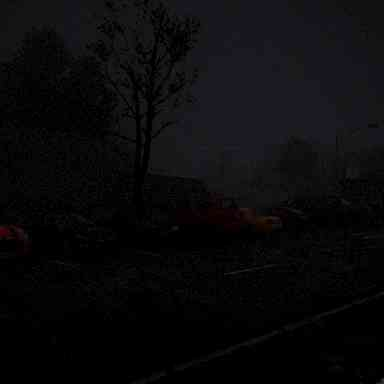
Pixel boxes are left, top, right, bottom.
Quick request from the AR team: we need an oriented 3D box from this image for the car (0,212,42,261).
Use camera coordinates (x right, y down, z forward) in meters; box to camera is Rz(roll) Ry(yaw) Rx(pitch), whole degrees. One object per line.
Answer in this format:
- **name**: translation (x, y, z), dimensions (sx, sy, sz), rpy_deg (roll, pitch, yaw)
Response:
- **car**: translation (-7.476, 1.367, 11.231), dimensions (4.553, 1.767, 2.185), rpy_deg (-1, -1, 34)

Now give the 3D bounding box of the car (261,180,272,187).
- **car**: translation (17.536, -1.810, 72.726), dimensions (1.946, 1.575, 5.366), rpy_deg (7, 3, 35)

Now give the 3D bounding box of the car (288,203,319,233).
- **car**: translation (4.773, 1.550, 19.915), dimensions (4.674, 1.452, 2.002), rpy_deg (-1, -1, 35)

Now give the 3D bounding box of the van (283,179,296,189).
- **van**: translation (20.844, -1.489, 67.527), dimensions (1.878, 1.987, 4.442), rpy_deg (7, 4, 35)

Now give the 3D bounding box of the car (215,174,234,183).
- **car**: translation (8.845, -3.174, 85.011), dimensions (1.946, 1.575, 5.366), rpy_deg (7, 3, 34)

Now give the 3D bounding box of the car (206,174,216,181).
- **car**: translation (6.992, -3.697, 87.268), dimensions (2.435, 2.045, 5.566), rpy_deg (7, 3, 34)

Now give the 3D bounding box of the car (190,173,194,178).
- **car**: translation (1.689, -4.361, 94.547), dimensions (2.435, 2.045, 5.566), rpy_deg (1, -1, 34)

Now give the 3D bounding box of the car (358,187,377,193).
- **car**: translation (29.517, 0.138, 55.315), dimensions (2.002, 1.452, 4.674), rpy_deg (7, 3, 35)

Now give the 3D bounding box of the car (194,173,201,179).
- **car**: translation (3.463, -4.083, 92.201), dimensions (2.185, 1.767, 4.553), rpy_deg (4, 1, 33)

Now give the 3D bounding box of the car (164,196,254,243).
- **car**: translation (-0.150, 1.249, 16.455), dimensions (5.566, 2.045, 2.435), rpy_deg (-1, -1, 34)

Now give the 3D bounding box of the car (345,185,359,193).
- **car**: translation (27.824, -0.425, 57.786), dimensions (2.435, 2.045, 5.566), rpy_deg (7, 3, 35)

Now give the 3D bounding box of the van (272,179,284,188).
- **van**: translation (19.113, -1.763, 69.997), dimensions (1.878, 1.987, 4.442), rpy_deg (7, 4, 35)

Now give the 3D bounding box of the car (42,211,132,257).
- **car**: translation (-5.011, 1.495, 12.959), dimensions (4.892, 1.521, 2.231), rpy_deg (-1, -1, 34)

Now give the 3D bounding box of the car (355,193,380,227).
- **car**: translation (9.711, 1.268, 23.383), dimensions (5.566, 2.045, 2.435), rpy_deg (-1, -1, 35)

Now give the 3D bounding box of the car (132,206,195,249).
- **car**: translation (-2.593, 1.525, 14.708), dimensions (4.792, 1.488, 2.163), rpy_deg (-1, -1, 34)

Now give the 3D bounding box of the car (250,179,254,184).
- **car**: translation (15.702, -2.042, 75.045), dimensions (2.002, 1.452, 4.674), rpy_deg (7, 3, 35)

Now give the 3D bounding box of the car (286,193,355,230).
- **car**: translation (7.199, 1.264, 21.675), dimensions (5.566, 2.045, 2.435), rpy_deg (-1, -1, 35)

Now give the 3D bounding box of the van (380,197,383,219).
- **van**: translation (12.247, 1.298, 25.055), dimensions (4.442, 1.987, 1.878), rpy_deg (-1, -1, 35)

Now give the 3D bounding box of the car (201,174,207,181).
- **car**: translation (5.195, -3.849, 89.732), dimensions (2.185, 1.767, 4.553), rpy_deg (6, 3, 34)

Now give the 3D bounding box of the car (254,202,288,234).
- **car**: translation (2.168, 1.504, 18.285), dimensions (5.366, 1.575, 1.946), rpy_deg (-1, -1, 35)

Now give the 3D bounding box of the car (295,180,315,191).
- **car**: translation (22.607, -0.991, 65.166), dimensions (2.231, 1.521, 4.892), rpy_deg (7, 3, 35)

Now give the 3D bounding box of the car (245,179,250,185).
- **car**: translation (13.958, -2.316, 77.505), dimensions (2.002, 1.452, 4.674), rpy_deg (7, 3, 35)
